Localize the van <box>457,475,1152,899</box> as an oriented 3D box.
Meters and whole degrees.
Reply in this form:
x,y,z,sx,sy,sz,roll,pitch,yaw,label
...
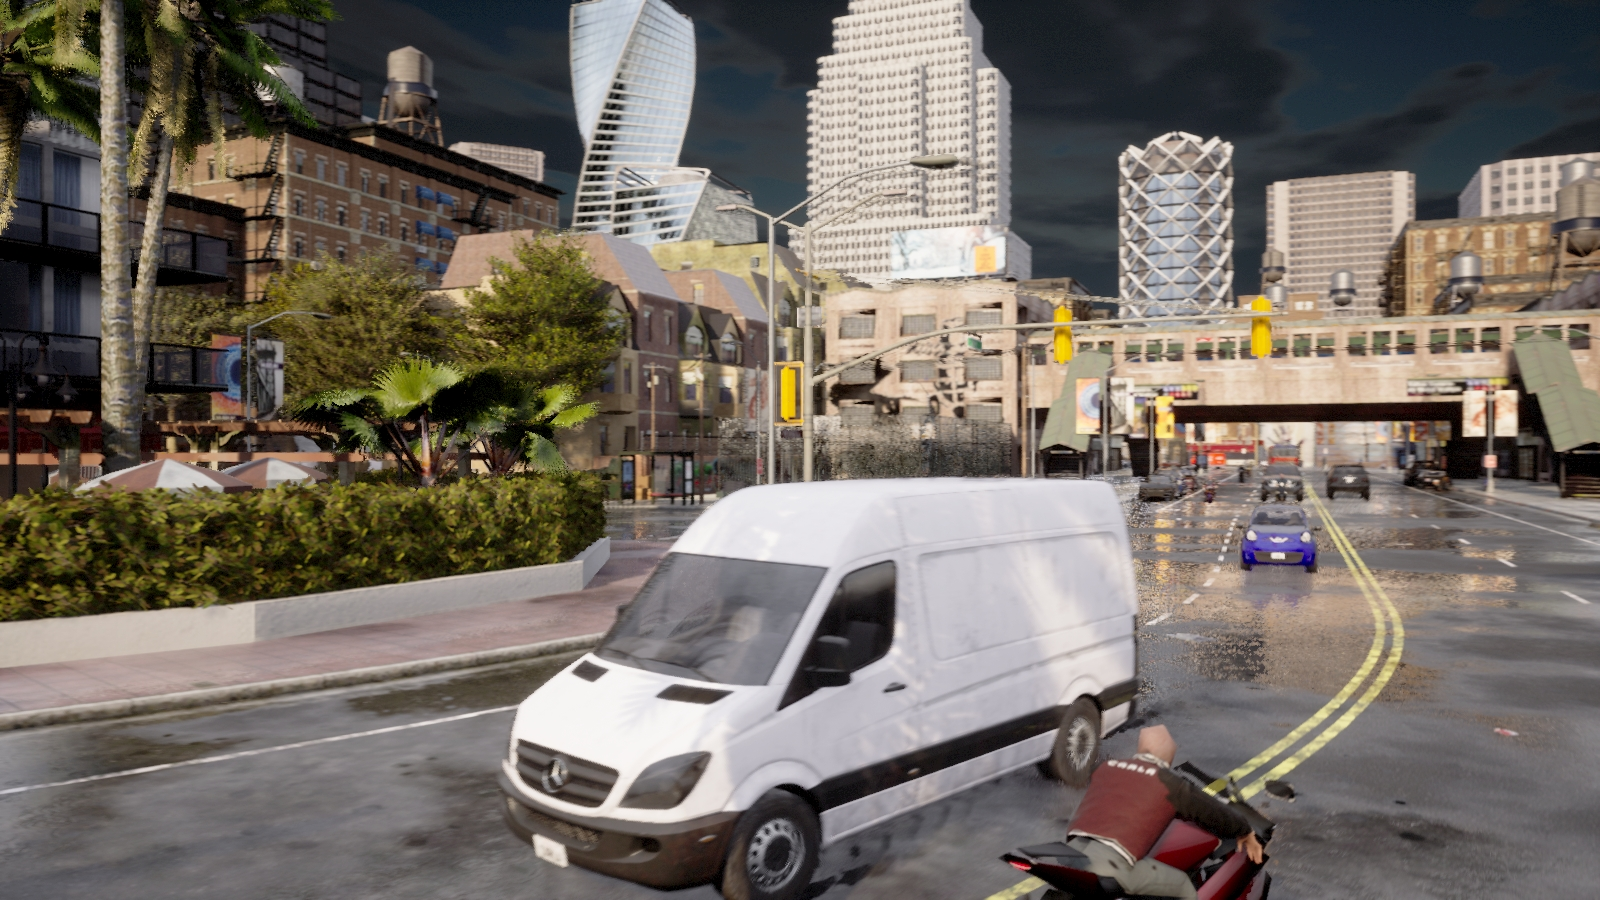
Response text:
x,y,z,sx,sy,sz,roll,pitch,yaw,label
0.483,1.543,9.031,1.988,2.561,5.915,0,0,43,van

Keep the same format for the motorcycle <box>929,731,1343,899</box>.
x,y,z,sx,sy,sz,roll,pitch,yaw,label
1.670,2.209,5.397,2.209,1.251,0.867,0,-1,-43,motorcycle

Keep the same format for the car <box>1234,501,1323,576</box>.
x,y,z,sx,sy,sz,roll,pitch,yaw,label
11.468,2.056,27.368,1.845,1.501,3.633,0,0,23,car

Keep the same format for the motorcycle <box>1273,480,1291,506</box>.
x,y,z,sx,sy,sz,roll,pitch,yaw,label
24.958,2.220,59.172,0.856,1.236,1.805,0,0,23,motorcycle

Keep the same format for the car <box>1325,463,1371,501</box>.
x,y,z,sx,sy,sz,roll,pitch,yaw,label
31.949,1.820,66.691,2.150,2.045,5.566,0,0,23,car

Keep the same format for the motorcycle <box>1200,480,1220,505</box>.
x,y,z,sx,sy,sz,roll,pitch,yaw,label
21.814,2.247,60.725,0.867,1.251,2.209,0,0,23,motorcycle

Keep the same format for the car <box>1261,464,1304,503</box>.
x,y,z,sx,sy,sz,roll,pitch,yaw,label
27.309,1.822,64.721,2.150,2.045,5.566,0,0,23,car
